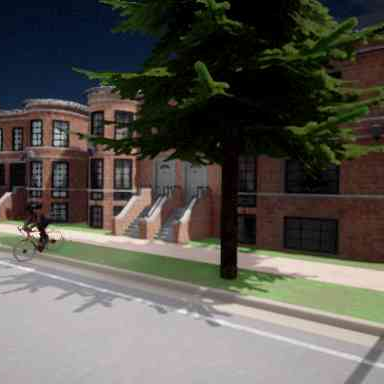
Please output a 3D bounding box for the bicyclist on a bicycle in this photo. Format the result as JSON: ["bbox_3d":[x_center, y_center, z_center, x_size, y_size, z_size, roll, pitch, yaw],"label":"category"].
[{"bbox_3d":[-4.661,1.184,10.067,0.582,1.620,1.656,1,10,33],"label":"bicyclist on a bicycle"}]
